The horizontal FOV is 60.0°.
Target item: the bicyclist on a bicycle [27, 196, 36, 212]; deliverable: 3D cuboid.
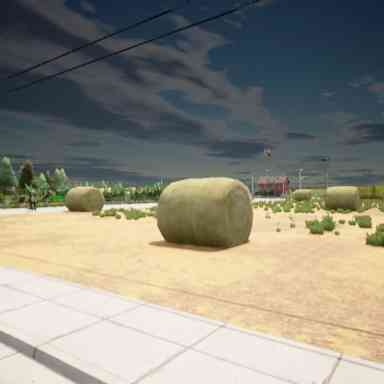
[{"bbox_3d":[-16.315,1.240,33.809,1.656,1.620,0.582,0,0,38],"label":"bicyclist on a bicycle"}]
